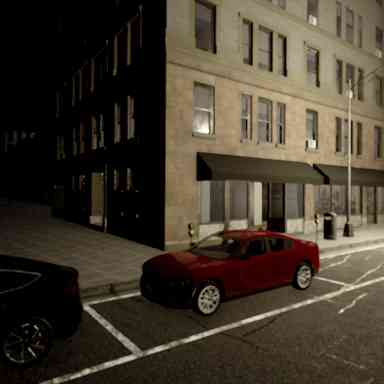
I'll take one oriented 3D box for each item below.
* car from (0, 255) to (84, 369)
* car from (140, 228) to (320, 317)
[{"bbox_3d":[-3.604,1.566,4.187,4.313,1.339,1.947,0,1,-35],"label":"car"},{"bbox_3d":[1.017,1.541,7.477,4.507,1.381,1.887,0,1,-35],"label":"car"}]
